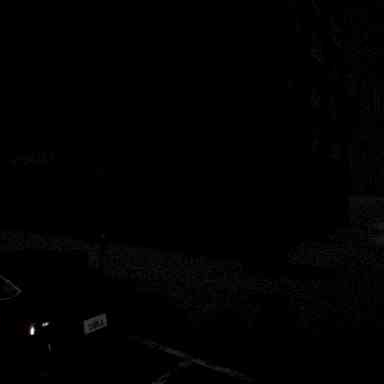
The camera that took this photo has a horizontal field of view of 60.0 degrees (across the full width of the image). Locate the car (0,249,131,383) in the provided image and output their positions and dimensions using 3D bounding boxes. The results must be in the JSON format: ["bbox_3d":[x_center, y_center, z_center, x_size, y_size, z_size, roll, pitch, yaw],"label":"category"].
[{"bbox_3d":[-2.815,1.566,5.076,4.313,1.339,1.947,0,0,35],"label":"car"}]
